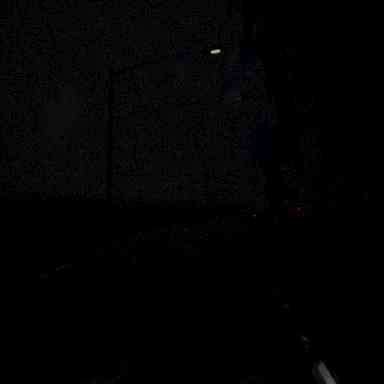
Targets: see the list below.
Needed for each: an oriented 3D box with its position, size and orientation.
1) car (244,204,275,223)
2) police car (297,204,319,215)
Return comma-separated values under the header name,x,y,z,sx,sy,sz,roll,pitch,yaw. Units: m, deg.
name,x,y,z,sx,sy,sz,roll,pitch,yaw
car,5.927,1.771,28.813,1.882,1.535,5.008,0,-1,23
police car,17.116,2.562,48.809,2.038,1.542,4.974,1,-1,37
